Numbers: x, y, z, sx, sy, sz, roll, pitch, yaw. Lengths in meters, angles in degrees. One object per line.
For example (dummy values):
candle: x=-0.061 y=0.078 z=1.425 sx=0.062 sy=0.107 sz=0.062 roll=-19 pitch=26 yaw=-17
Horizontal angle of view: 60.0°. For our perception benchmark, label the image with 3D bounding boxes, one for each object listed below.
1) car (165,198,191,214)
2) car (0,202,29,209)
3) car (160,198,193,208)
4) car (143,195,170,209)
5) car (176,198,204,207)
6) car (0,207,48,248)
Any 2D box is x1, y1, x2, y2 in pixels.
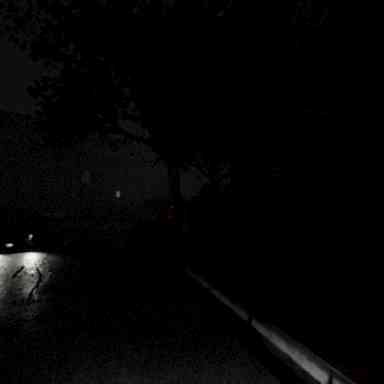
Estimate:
car: x=-0.901 y=1.783 z=37.883 sx=1.812 sy=1.442 sz=4.674 roll=0 pitch=0 yaw=22
car: x=-17.963 y=1.785 z=33.316 sx=2.128 sy=1.511 sz=4.902 roll=0 pitch=0 yaw=22
car: x=-2.501 y=1.800 z=54.990 sx=5.008 sy=1.535 sz=2.097 roll=0 pitch=0 yaw=21
car: x=-4.585 y=1.526 z=49.736 sx=5.566 sy=2.045 sz=2.435 roll=0 pitch=0 yaw=21
car: x=-0.437 y=1.857 z=60.250 sx=4.674 sy=1.452 sz=2.002 roll=0 pitch=0 yaw=21
car: x=-7.673 y=1.632 z=15.041 sx=2.033 sy=1.411 sz=5.357 roll=0 pitch=0 yaw=-18
